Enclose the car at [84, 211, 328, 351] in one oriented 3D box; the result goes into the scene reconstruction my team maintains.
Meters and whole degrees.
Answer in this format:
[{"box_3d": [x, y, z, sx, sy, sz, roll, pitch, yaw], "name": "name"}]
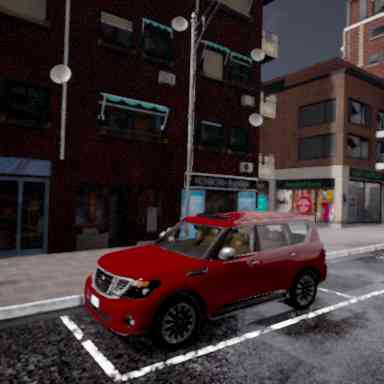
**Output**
[{"box_3d": [0.593, 1.357, 6.484, 5.009, 1.841, 2.192, 1, 1, -35], "name": "car"}]
